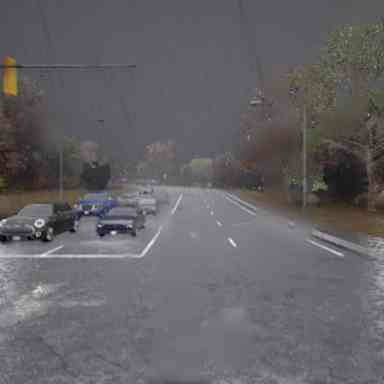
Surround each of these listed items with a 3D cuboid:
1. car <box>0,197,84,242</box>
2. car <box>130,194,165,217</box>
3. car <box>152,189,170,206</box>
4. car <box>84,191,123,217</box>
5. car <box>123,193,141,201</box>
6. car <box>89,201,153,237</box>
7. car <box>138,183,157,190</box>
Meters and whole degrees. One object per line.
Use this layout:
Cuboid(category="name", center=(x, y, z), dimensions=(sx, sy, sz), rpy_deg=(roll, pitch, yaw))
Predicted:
Cuboid(category="car", center=(-7.133, 1.277, 15.859), dimensions=(2.097, 1.767, 4.553), rpy_deg=(0, 1, 1))
Cuboid(category="car", center=(-3.578, 1.192, 27.385), dimensions=(1.812, 1.442, 4.674), rpy_deg=(0, 2, 0))
Cuboid(category="car", center=(-3.549, 0.757, 37.554), dimensions=(1.837, 1.490, 4.892), rpy_deg=(0, 3, 1))
Cuboid(category="car", center=(-7.086, 0.952, 25.178), dimensions=(2.150, 2.045, 5.566), rpy_deg=(0, 2, 1))
Cuboid(category="car", center=(-7.056, 0.909, 36.366), dimensions=(1.895, 1.301, 4.718), rpy_deg=(0, 3, 0))
Cuboid(category="car", center=(-3.592, 1.444, 17.855), dimensions=(2.033, 1.411, 5.357), rpy_deg=(0, 1, 0))
Cuboid(category="car", center=(-6.986, -0.213, 51.739), dimensions=(1.994, 1.385, 4.181), rpy_deg=(0, 3, 0))
